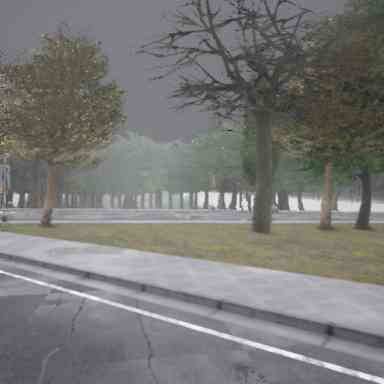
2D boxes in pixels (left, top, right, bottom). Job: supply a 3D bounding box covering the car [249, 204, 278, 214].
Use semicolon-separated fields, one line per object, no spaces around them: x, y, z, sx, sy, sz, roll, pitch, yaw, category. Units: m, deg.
11.632;2.611;54.162;4.553;1.767;2.097;1;0;-11;car
